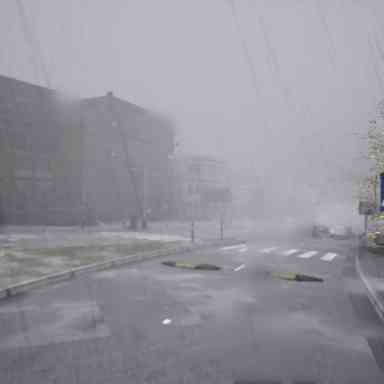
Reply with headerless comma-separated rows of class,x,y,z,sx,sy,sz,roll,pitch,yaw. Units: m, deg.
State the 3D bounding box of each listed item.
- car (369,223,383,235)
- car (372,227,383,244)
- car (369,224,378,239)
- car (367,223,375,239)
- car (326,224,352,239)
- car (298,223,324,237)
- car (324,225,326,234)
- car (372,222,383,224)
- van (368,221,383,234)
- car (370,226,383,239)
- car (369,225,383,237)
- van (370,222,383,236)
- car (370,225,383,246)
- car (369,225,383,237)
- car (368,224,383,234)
car,30.877,5.946,53.186,4.553,1.767,2.185,1,-3,27
car,19.536,4.188,31.058,4.792,1.488,2.163,1,-4,27
car,16.994,3.697,26.201,5.008,1.535,2.097,1,-4,27
car,20.607,4.377,33.604,5.366,1.575,1.946,1,-4,27
car,16.758,4.486,37.819,1.812,1.442,4.674,1,-4,27
car,13.684,4.358,38.946,2.128,1.511,4.902,1,-4,27
car,18.331,5.228,47.962,1.994,1.385,4.181,1,-4,27
car,23.264,4.700,38.417,4.553,1.767,2.185,1,-4,27
van,33.269,6.217,58.005,4.442,1.987,1.878,1,-3,27
car,24.542,5.079,40.841,4.674,1.452,2.002,1,-4,27
car,28.347,5.693,48.152,4.792,1.488,2.163,1,-4,27
van,29.695,5.642,50.566,4.442,1.987,1.878,1,-4,27
car,15.736,3.464,23.761,4.892,1.521,2.231,1,-4,27
car,27.037,5.489,45.739,4.792,1.488,2.163,1,-4,27
car,32.095,6.256,55.497,4.892,1.521,2.231,1,-3,27
